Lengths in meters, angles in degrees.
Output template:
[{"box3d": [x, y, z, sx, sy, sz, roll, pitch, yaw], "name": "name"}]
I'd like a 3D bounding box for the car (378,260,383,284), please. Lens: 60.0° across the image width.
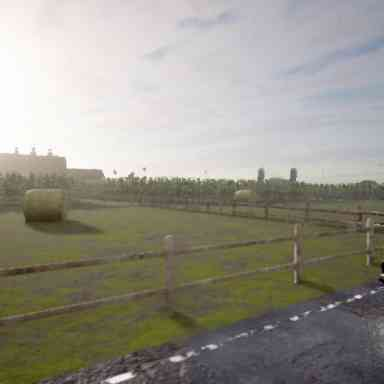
[{"box3d": [6.188, 1.626, 7.483, 4.718, 1.301, 1.895, 0, 0, -35], "name": "car"}]
